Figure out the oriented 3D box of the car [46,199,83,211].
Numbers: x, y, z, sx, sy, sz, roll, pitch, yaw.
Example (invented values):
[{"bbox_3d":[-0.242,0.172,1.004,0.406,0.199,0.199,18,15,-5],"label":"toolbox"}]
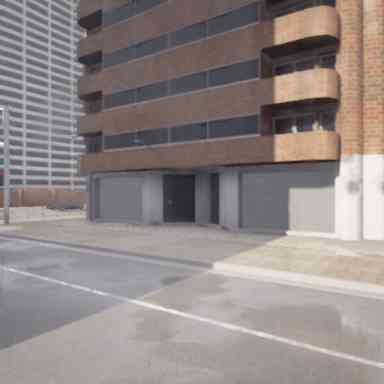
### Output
[{"bbox_3d":[-15.231,1.555,39.970,1.994,1.385,4.181,0,0,34],"label":"car"}]
